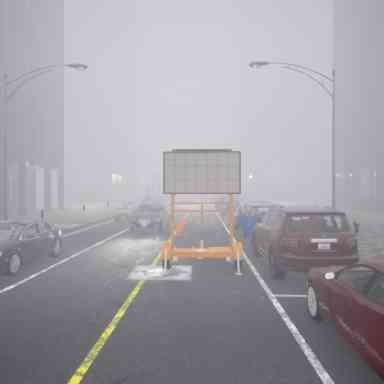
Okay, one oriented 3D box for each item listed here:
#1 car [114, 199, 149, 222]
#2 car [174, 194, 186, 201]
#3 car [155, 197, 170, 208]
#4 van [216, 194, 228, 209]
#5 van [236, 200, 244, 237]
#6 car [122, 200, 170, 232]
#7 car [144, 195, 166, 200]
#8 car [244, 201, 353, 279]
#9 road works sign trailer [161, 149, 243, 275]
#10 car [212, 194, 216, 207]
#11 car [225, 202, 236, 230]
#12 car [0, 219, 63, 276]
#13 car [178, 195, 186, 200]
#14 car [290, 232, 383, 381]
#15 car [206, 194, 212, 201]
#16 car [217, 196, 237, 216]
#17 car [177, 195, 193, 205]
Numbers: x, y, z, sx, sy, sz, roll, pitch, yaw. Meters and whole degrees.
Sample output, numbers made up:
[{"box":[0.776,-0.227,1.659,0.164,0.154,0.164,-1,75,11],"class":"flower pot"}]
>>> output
[{"box":[-4.955,1.524,26.583,1.752,1.417,4.829,0,0,2],"class":"car"},{"box":[-3.231,1.336,81.389,2.192,1.841,5.009,0,0,2],"class":"car"},{"box":[-4.258,1.525,48.671,1.752,1.417,4.829,0,0,2],"class":"car"},{"box":[3.926,1.340,37.516,1.690,1.788,3.998,0,0,2],"class":"van"},{"box":[3.237,1.340,15.425,1.690,1.788,3.998,0,0,2],"class":"van"},{"box":[-2.483,1.490,20.239,2.128,1.511,4.902,0,0,2],"class":"car"},{"box":[-4.602,1.313,37.797,2.192,1.841,5.009,0,0,2],"class":"car"},{"box":[3.065,1.314,9.903,2.192,1.841,5.009,0,0,2],"class":"car"},{"box":[0.311,0.463,10.457,2.380,3.560,2.880,0,0,2],"class":"road works sign trailer"},{"box":[4.098,1.314,43.039,2.192,1.841,5.009,0,0,2],"class":"car"},{"box":[3.410,1.550,20.949,2.008,1.369,4.403,0,0,2],"class":"car"},{"box":[-5.472,1.550,10.186,2.008,1.369,4.403,0,0,2],"class":"car"},{"box":[-2.876,1.600,92.670,1.947,1.339,4.313,0,0,2],"class":"car"},{"box":[2.893,1.544,4.380,1.887,1.381,4.507,0,0,2],"class":"car"},{"box":[5.289,1.336,81.112,2.192,1.841,5.009,0,0,2],"class":"car"},{"box":[3.754,1.439,31.994,1.967,1.590,4.097,0,0,2],"class":"car"},{"box":[-1.174,1.607,58.714,1.895,1.301,4.718,0,0,2],"class":"car"}]
